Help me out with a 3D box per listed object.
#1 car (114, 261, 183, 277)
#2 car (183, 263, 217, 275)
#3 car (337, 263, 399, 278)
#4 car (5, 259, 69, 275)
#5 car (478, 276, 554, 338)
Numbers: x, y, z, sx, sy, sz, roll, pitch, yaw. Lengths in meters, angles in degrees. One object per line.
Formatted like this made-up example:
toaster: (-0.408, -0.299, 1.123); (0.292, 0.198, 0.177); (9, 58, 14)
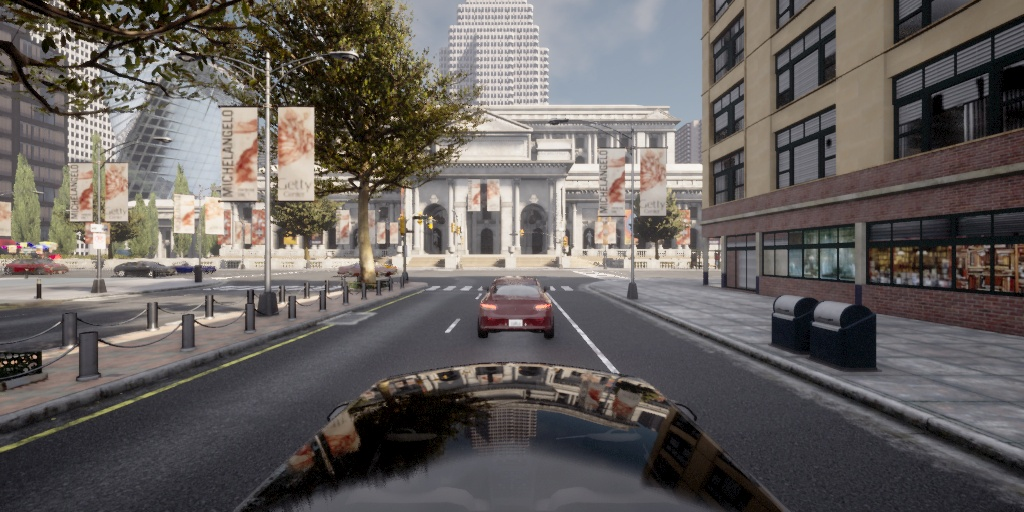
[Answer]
car: (-34.912, 1.254, 34.221); (4.892, 1.490, 1.837); (0, 0, 1)
car: (-33.954, 1.351, 37.717); (4.718, 1.301, 1.895); (0, 0, 1)
car: (-13.615, 1.297, 33.984); (5.357, 1.411, 2.033); (0, 0, 1)
car: (-49.920, 1.102, 37.765); (4.553, 1.767, 2.097); (0, 0, -2)
car: (0.118, 1.276, 10.021); (1.812, 1.442, 4.674); (0, 0, 1)
